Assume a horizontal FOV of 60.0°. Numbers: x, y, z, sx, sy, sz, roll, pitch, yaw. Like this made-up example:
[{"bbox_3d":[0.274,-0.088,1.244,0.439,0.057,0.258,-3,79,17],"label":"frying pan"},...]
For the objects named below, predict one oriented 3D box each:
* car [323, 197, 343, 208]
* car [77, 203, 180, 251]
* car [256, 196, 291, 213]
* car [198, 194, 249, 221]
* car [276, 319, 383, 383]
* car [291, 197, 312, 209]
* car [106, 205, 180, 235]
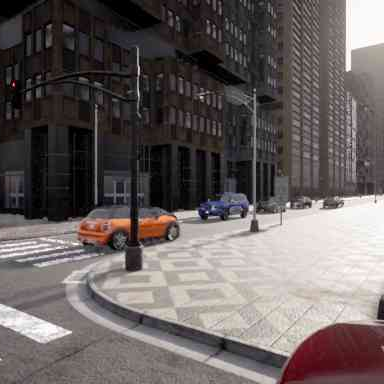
[{"bbox_3d":[19.066,1.383,44.878,2.128,1.511,4.902,0,0,35],"label":"car"},{"bbox_3d":[-2.533,1.328,14.342,2.097,1.767,4.553,0,0,37],"label":"car"},{"bbox_3d":[8.370,1.270,35.269,2.097,1.767,4.553,0,0,35],"label":"car"},{"bbox_3d":[2.735,1.161,27.312,2.150,2.045,5.566,0,0,35],"label":"car"},{"bbox_3d":[2.680,1.315,1.049,5.009,1.841,2.192,0,0,35],"label":"car"},{"bbox_3d":[14.352,1.386,43.676,2.128,1.511,4.902,0,0,35],"label":"car"},{"bbox_3d":[-2.749,1.525,19.546,1.994,1.385,4.181,0,0,35],"label":"car"}]
